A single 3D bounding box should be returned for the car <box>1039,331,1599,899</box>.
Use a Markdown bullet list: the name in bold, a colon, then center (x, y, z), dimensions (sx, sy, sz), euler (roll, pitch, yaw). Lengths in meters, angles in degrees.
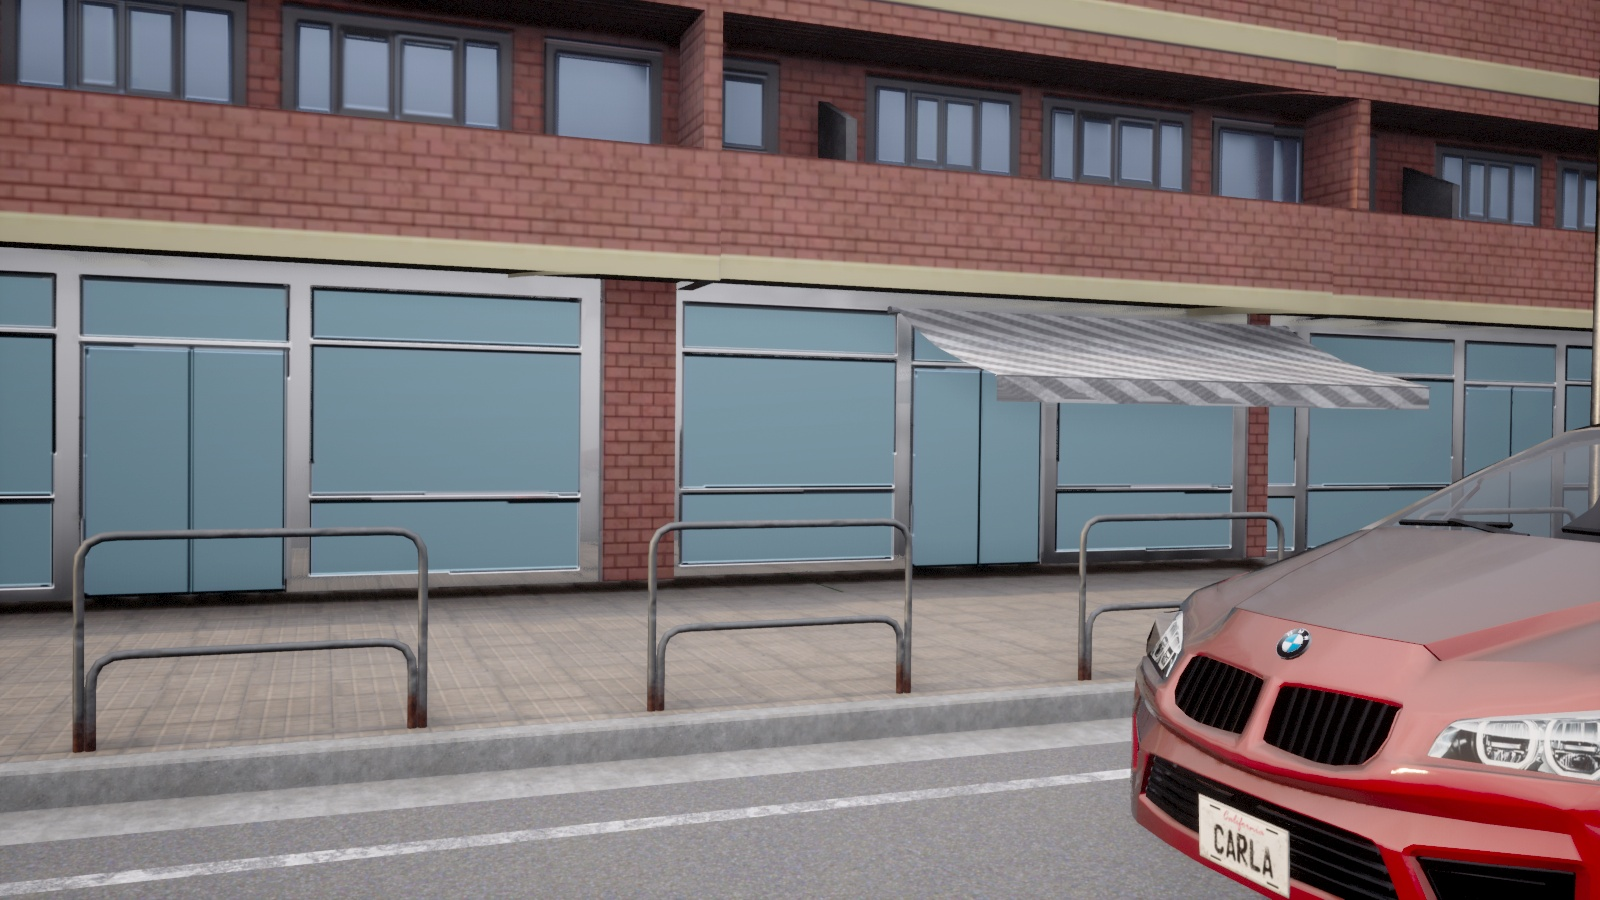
- **car**: center (3.469, 0.531, 4.556), dimensions (4.611, 1.667, 2.242), euler (-1, 1, -21)
